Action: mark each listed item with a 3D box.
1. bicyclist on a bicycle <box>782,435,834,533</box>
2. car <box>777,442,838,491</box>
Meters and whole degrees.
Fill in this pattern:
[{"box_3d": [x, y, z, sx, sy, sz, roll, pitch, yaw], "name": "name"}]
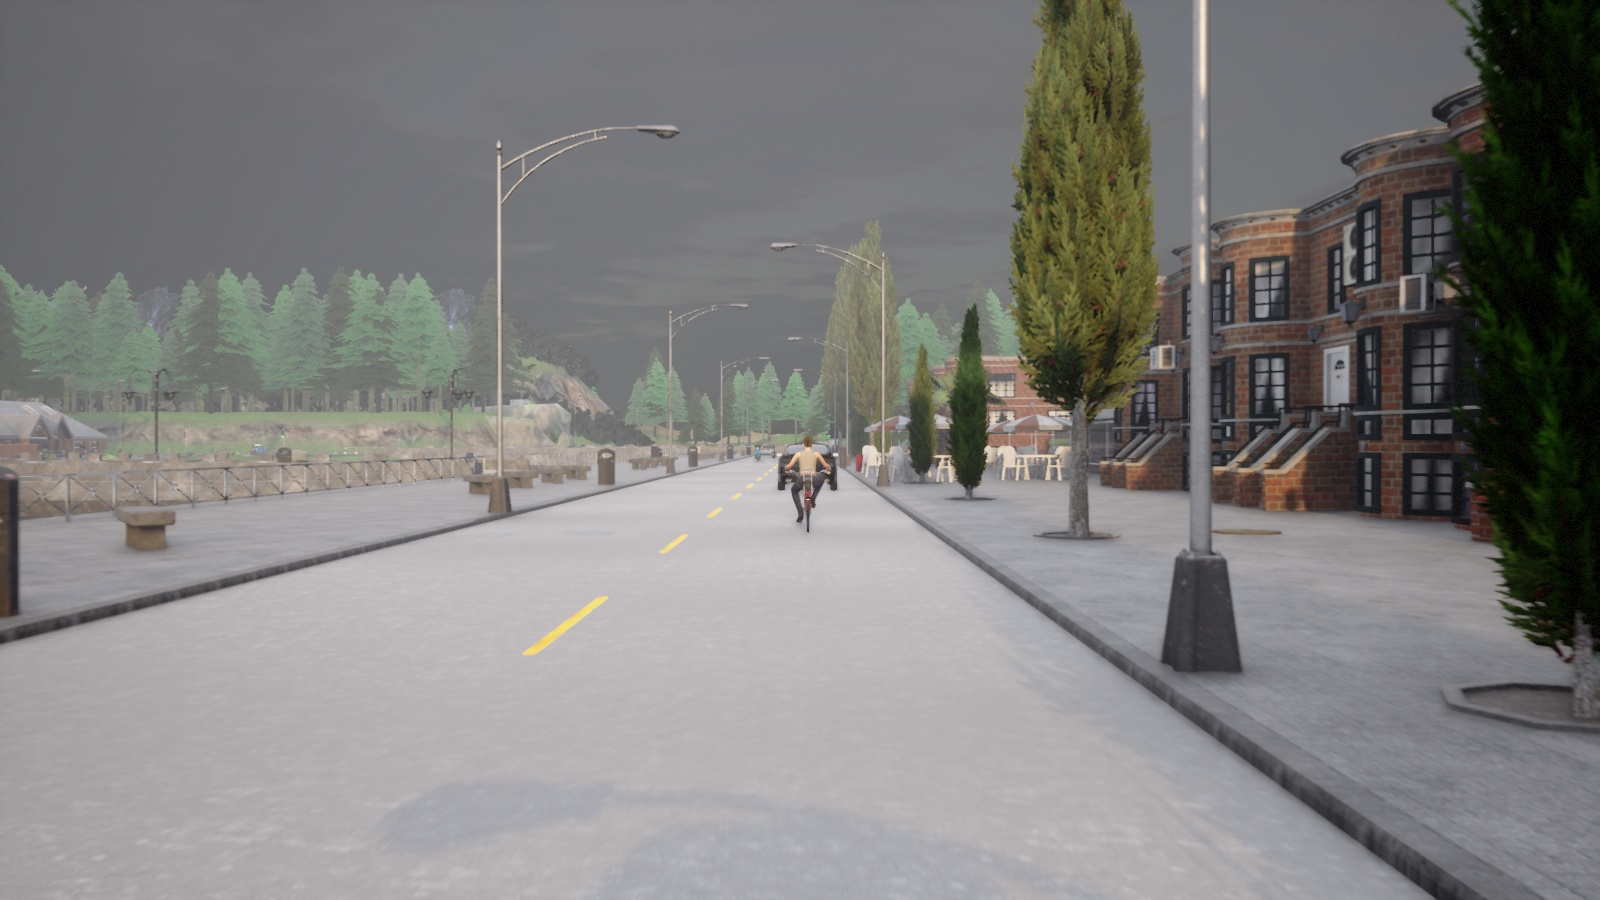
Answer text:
[{"box_3d": [0.134, 0.562, 21.470, 0.866, 1.612, 1.509, 0, 0, 0], "name": "bicyclist on a bicycle"}, {"box_3d": [0.244, 0.491, 41.344, 1.882, 1.535, 5.008, 0, 0, 0], "name": "car"}]
